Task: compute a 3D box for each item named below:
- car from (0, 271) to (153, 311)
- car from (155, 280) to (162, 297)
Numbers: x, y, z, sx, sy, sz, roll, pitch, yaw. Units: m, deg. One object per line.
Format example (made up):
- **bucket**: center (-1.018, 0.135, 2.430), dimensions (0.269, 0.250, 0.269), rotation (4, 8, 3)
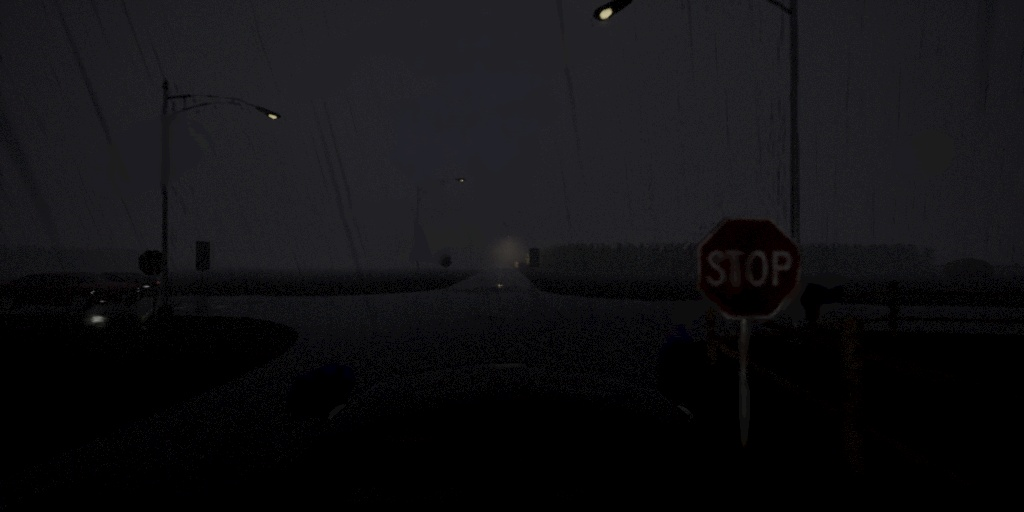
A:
- **car**: center (-18.486, 1.395, 15.028), dimensions (5.008, 1.535, 1.882), rotation (0, 0, 3)
- **car**: center (-20.264, 1.499, 18.025), dimensions (4.181, 1.385, 1.994), rotation (0, 0, 3)
